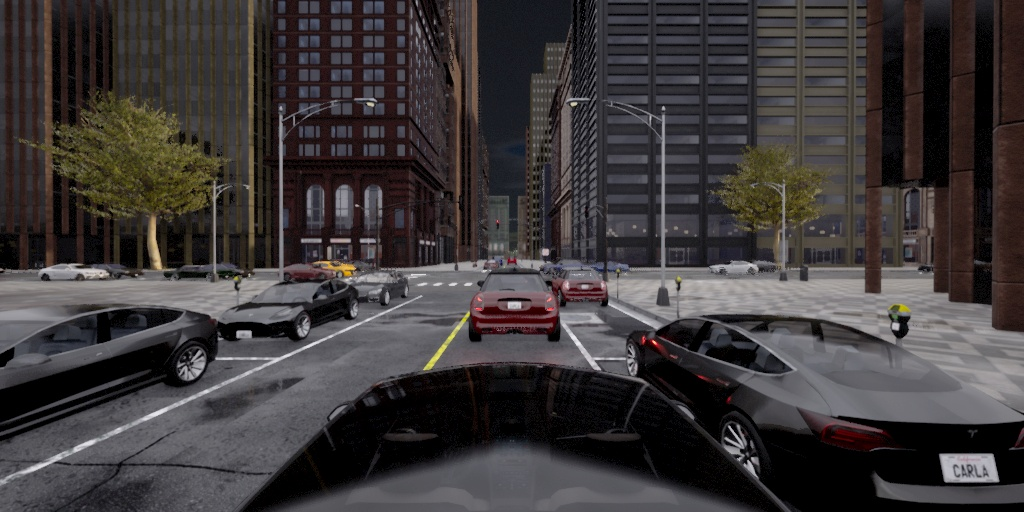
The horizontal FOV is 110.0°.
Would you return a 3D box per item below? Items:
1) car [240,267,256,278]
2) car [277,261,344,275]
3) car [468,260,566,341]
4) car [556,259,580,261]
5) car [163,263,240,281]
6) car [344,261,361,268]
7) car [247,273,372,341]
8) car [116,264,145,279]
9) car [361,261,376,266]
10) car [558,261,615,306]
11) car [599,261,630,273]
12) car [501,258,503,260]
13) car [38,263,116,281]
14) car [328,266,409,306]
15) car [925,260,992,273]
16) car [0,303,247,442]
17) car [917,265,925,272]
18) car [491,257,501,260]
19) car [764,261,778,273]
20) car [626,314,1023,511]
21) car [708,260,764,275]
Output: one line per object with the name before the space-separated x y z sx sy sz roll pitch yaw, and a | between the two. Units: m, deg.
car | -27.256 1.370 33.611 5.357 1.411 2.033 0 0 0
car | -17.240 1.336 30.371 4.674 1.442 1.812 0 0 -2
car | 0.075 1.100 9.977 2.097 1.767 4.553 0 0 1
car | 4.992 1.082 35.965 4.553 1.767 2.097 0 0 -16
car | -26.340 1.437 30.360 4.718 1.301 1.895 0 0 0
car | -17.313 1.272 33.617 5.008 1.535 1.882 0 0 1
car | -5.756 1.314 9.884 1.948 1.339 4.313 0 0 0
car | -37.890 1.399 33.597 5.357 1.411 2.033 0 0 -1
car | -17.753 1.266 40.320 4.892 1.490 1.837 0 0 0
car | 2.775 1.187 15.514 1.967 1.591 4.097 0 0 0
car | 10.396 1.238 40.355 5.357 1.411 2.033 0 0 0
car | -3.025 1.362 61.337 1.895 1.301 4.718 0 0 0
car | -37.076 1.392 30.355 4.674 1.442 1.812 0 0 0
car | -5.750 1.297 15.521 2.007 1.370 4.403 0 0 0
car | 46.508 1.142 37.079 4.892 1.490 1.837 1 0 0
car | -5.761 1.315 4.248 1.948 1.339 4.313 0 0 0
car | 49.136 1.161 40.305 5.357 1.411 2.033 0 0 0
car | -3.022 1.281 51.981 1.812 1.442 4.674 0 0 1
car | 27.235 1.180 40.375 4.674 1.442 1.812 0 0 0
car | 2.764 1.315 4.242 1.948 1.339 4.313 0 0 0
car | 22.880 1.206 37.121 4.674 1.442 1.812 0 0 0
